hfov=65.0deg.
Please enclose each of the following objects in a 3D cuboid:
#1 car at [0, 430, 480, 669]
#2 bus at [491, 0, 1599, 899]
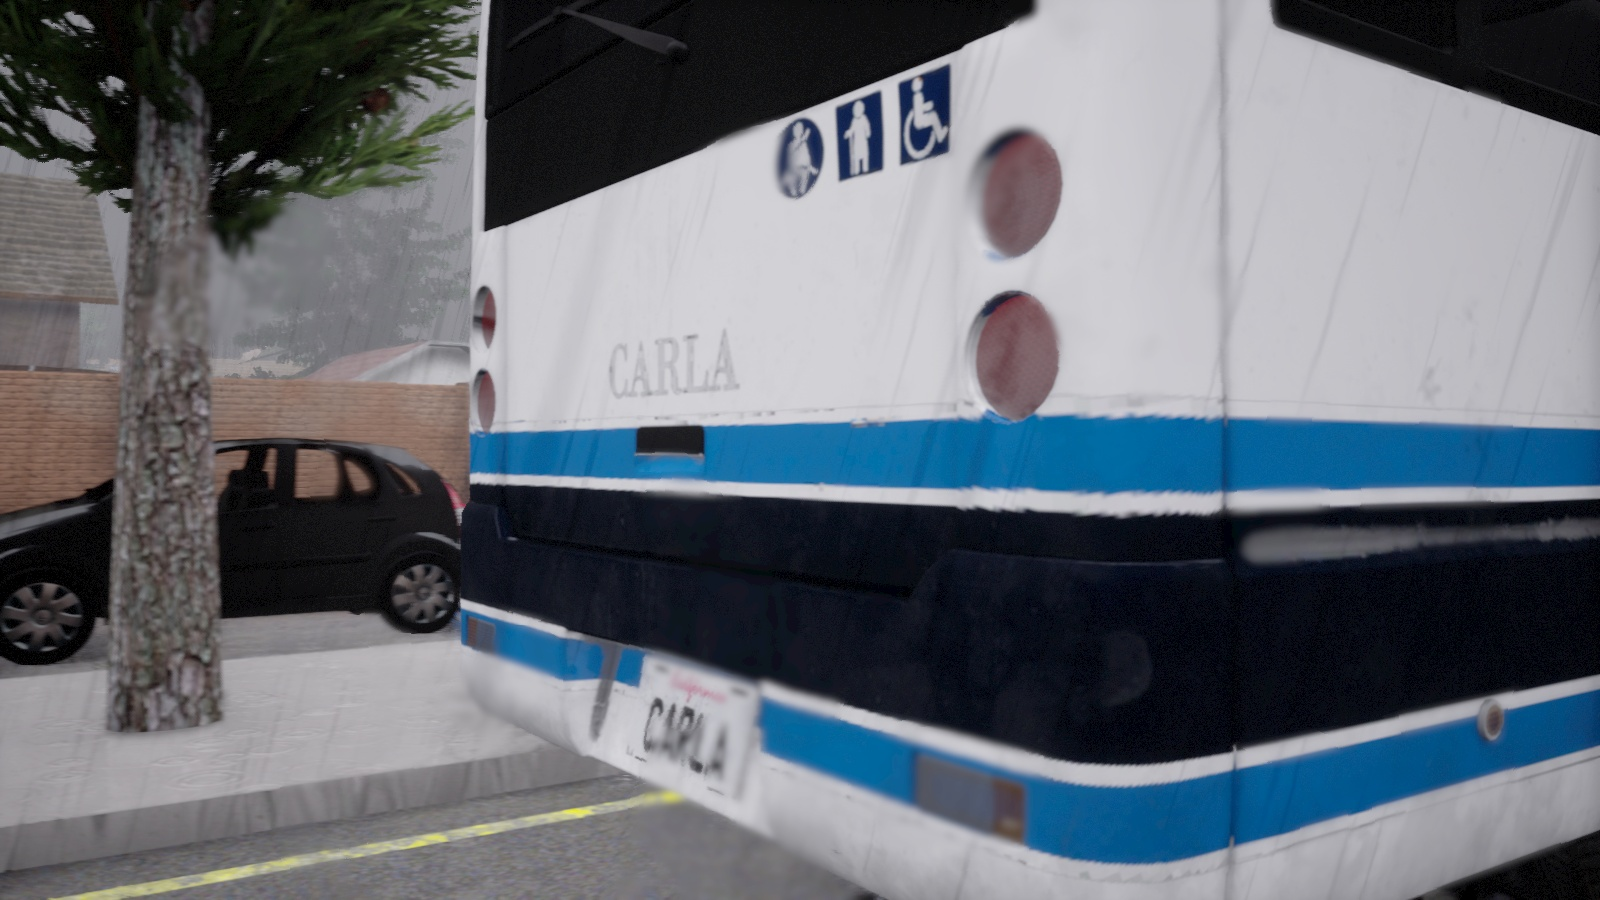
[{"bbox_3d":[-4.825,0.678,10.048,3.988,1.617,1.851,0,0,-35],"label":"car"},{"bbox_3d":[4.070,-0.624,6.497,10.273,4.253,3.944,0,0,-35],"label":"bus"}]
